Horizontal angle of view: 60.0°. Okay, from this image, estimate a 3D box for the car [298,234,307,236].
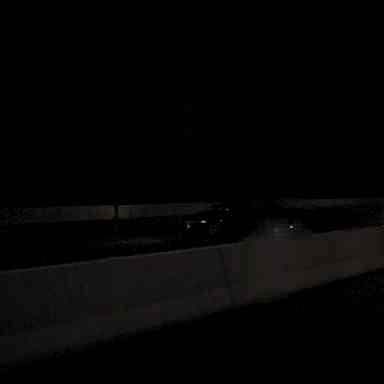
[{"bbox_3d":[6.219,1.558,18.014,5.357,1.411,2.033,0,0,-41],"label":"car"}]
